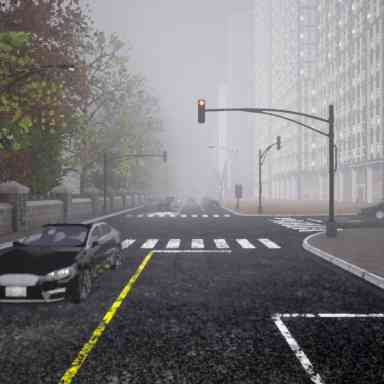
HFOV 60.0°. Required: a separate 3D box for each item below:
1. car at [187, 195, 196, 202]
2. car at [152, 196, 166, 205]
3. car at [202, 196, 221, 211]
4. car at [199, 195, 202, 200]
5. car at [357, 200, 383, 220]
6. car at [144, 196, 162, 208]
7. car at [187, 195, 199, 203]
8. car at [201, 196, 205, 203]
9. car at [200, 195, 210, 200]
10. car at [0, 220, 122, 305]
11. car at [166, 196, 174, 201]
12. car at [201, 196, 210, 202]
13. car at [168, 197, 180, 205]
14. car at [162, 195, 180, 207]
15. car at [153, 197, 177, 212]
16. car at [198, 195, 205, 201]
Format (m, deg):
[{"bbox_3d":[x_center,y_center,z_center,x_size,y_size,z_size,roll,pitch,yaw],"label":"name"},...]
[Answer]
[{"bbox_3d":[-0.066,1.482,78.847,2.033,1.411,5.357,0,0,0],"label":"car"},{"bbox_3d":[-5.737,1.478,58.454,1.967,1.590,4.097,0,0,0],"label":"car"},{"bbox_3d":[2.656,1.587,41.563,1.947,1.339,4.313,0,0,0],"label":"car"},{"bbox_3d":[3.055,1.406,69.845,2.097,1.767,4.553,0,0,0],"label":"car"},{"bbox_3d":[14.933,1.239,24.786,4.892,1.490,1.837,-1,0,0],"label":"car"},{"bbox_3d":[-5.729,1.608,47.188,1.802,1.307,4.206,0,0,0],"label":"car"},{"bbox_3d":[-0.059,1.578,69.263,1.812,1.442,4.674,0,0,0],"label":"car"},{"bbox_3d":[2.652,1.592,47.195,1.947,1.339,4.313,0,0,0],"label":"car"},{"bbox_3d":[2.647,1.597,52.828,1.947,1.339,4.313,0,0,0],"label":"car"},{"bbox_3d":[-3.062,1.494,8.299,2.128,1.511,4.902,0,0,1],"label":"car"},{"bbox_3d":[-5.762,1.626,86.615,1.887,1.381,4.507,0,0,0],"label":"car"},{"bbox_3d":[3.085,1.590,76.875,1.812,1.442,4.674,0,0,0],"label":"car"},{"bbox_3d":[-3.121,1.564,59.056,1.812,1.442,4.674,0,0,0],"label":"car"},{"bbox_3d":[-3.135,1.379,48.781,2.097,1.767,4.553,0,0,0],"label":"car"},{"bbox_3d":[-3.131,1.583,39.228,1.994,1.385,4.181,0,0,0],"label":"car"},{"bbox_3d":[2.614,1.642,92.254,2.008,1.369,4.403,0,0,0],"label":"car"}]
